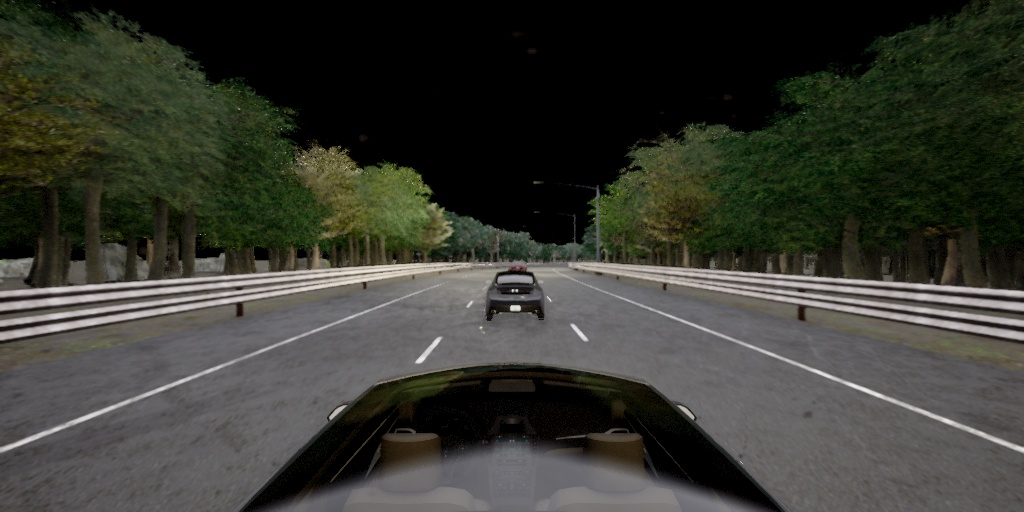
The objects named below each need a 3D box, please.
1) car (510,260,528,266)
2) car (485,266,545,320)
[{"bbox_3d":[0.779,1.308,42.549,2.097,1.767,4.553,0,-1,3],"label":"car"},{"bbox_3d":[0.098,1.261,12.735,1.837,1.490,4.892,0,0,0],"label":"car"}]
